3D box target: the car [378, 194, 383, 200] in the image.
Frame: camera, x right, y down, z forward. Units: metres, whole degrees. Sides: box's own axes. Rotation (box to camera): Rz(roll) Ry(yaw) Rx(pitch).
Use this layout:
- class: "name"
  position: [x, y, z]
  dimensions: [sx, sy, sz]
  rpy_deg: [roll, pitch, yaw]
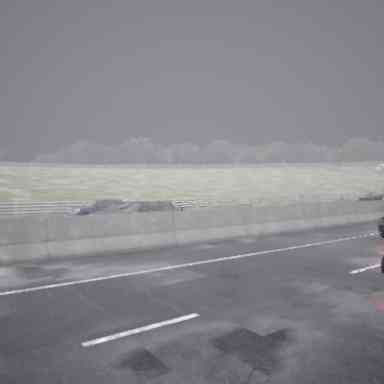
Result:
- class: "car"
  position: [28.129, 0.841, 45.499]
  dimensions: [5.357, 1.411, 2.033]
  rpy_deg: [-2, 1, -35]

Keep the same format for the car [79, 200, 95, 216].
- class: "car"
  position: [-4.581, 1.462, 22.216]
  dimensions: [4.902, 1.511, 2.128]
  rpy_deg: [0, 0, -35]

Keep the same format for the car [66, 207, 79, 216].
- class: "car"
  position: [-6.941, 1.325, 24.832]
  dimensions: [4.553, 1.767, 2.097]
  rpy_deg: [0, 0, -35]

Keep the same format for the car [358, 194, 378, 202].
- class: "car"
  position: [26.192, 0.891, 48.414]
  dimensions: [4.718, 1.301, 1.895]
  rpy_deg: [-2, 1, -35]

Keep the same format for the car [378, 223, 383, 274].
- class: "car"
  position: [6.696, 1.527, 8.520]
  dimensions: [4.181, 1.385, 1.994]
  rpy_deg: [-1, 0, -35]

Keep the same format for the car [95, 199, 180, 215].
- class: "car"
  position: [-2.832, 1.325, 19.164]
  dimensions: [4.553, 1.767, 2.097]
  rpy_deg: [0, 0, -35]

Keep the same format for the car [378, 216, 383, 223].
- class: "car"
  position: [10.592, 1.396, 15.594]
  dimensions: [4.892, 1.490, 1.837]
  rpy_deg: [-1, 0, -35]
